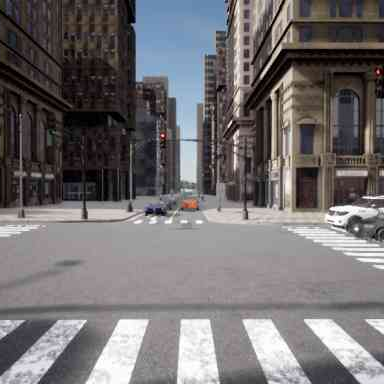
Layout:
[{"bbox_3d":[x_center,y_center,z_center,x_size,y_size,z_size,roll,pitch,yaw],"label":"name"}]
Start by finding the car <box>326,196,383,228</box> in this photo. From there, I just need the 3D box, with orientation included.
[{"bbox_3d":[10.951,1.250,19.723,5.566,2.045,2.150,0,1,0],"label":"car"}]

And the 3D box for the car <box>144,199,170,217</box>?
[{"bbox_3d":[-3.369,1.591,31.612,1.895,1.301,4.718,0,0,-1],"label":"car"}]

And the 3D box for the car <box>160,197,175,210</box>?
[{"bbox_3d":[-3.457,1.493,42.171,1.837,1.490,4.892,0,0,0],"label":"car"}]

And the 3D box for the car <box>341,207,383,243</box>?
[{"bbox_3d":[9.974,1.635,16.275,4.181,1.385,1.994,0,1,-4],"label":"car"}]

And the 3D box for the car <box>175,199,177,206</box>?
[{"bbox_3d":[-3.542,1.511,55.807,1.812,1.442,4.674,0,1,0],"label":"car"}]

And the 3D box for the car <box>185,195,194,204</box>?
[{"bbox_3d":[-0.497,1.489,66.992,1.837,1.490,4.892,0,0,0],"label":"car"}]

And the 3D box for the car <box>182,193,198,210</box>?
[{"bbox_3d":[-0.265,1.339,42.953,2.097,1.767,4.553,0,0,0],"label":"car"}]
